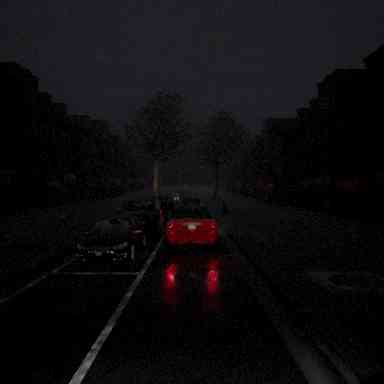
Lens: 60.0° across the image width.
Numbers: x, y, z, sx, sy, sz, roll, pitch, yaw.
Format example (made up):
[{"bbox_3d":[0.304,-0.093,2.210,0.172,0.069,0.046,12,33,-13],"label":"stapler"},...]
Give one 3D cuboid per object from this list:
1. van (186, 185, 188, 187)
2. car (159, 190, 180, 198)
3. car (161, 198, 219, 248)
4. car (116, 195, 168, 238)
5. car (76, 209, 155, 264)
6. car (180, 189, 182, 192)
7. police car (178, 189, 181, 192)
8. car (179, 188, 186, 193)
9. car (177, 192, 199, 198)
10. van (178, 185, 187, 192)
[{"bbox_3d":[-2.625,-0.440,89.242,1.690,1.788,3.998,1,2,0],"label":"van"},{"bbox_3d":[-2.647,1.056,33.810,2.192,1.841,5.009,-1,1,0],"label":"car"},{"bbox_3d":[0.000,1.326,14.620,2.097,1.767,4.553,0,0,0],"label":"car"},{"bbox_3d":[-2.655,1.258,17.175,2.192,1.841,5.009,-1,0,0],"label":"car"},{"bbox_3d":[-2.653,1.526,11.624,2.008,1.369,4.403,-1,0,0],"label":"car"},{"bbox_3d":[-3.014,0.763,54.779,1.882,1.535,5.008,0,1,0],"label":"car"},{"bbox_3d":[-3.008,0.876,47.889,1.930,1.638,5.238,0,1,0],"label":"police car"},{"bbox_3d":[-2.626,-0.433,94.791,1.947,1.339,4.313,1,2,0],"label":"car"},{"bbox_3d":[0.001,1.174,29.613,2.097,1.767,4.553,0,1,0],"label":"car"},{"bbox_3d":[-2.630,-0.043,78.158,1.690,1.788,3.998,0,2,0],"label":"van"}]
